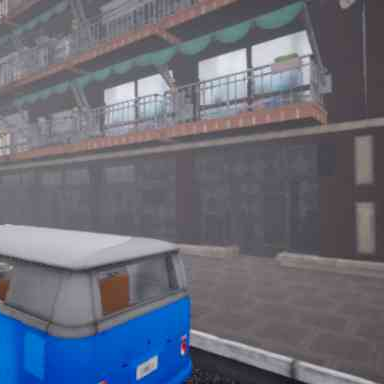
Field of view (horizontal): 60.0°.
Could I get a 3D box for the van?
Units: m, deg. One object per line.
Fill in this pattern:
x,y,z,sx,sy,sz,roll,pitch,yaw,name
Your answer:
-1.912,1.368,4.102,3.998,1.788,1.690,0,-1,36,van
